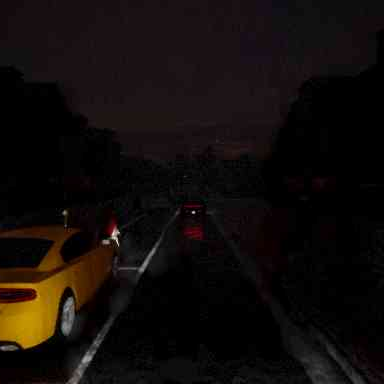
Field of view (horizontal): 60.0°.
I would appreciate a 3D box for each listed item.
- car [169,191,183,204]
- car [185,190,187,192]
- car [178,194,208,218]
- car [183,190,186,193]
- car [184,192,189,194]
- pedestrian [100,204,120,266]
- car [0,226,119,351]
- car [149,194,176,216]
[{"bbox_3d":[-2.580,0.879,44.350,1.967,1.590,4.097,-2,1,0],"label":"car"},{"bbox_3d":[-2.527,0.810,71.588,1.802,1.307,4.206,-2,0,0],"label":"car"},{"bbox_3d":[0.124,1.139,25.868,1.837,1.490,4.892,0,1,0],"label":"car"},{"bbox_3d":[-2.557,0.897,55.245,2.008,1.369,4.403,-2,0,0],"label":"car"},{"bbox_3d":[0.164,1.055,42.686,1.895,1.301,4.718,0,1,0],"label":"car"},{"bbox_3d":[-2.329,1.148,9.289,0.375,1.860,0.375,1,2,0],"label":"pedestrian"},{"bbox_3d":[-2.738,1.377,6.309,1.882,1.535,5.008,0,1,0],"label":"car"},{"bbox_3d":[-2.606,1.135,27.840,1.752,1.417,4.829,-1,1,0],"label":"car"}]
